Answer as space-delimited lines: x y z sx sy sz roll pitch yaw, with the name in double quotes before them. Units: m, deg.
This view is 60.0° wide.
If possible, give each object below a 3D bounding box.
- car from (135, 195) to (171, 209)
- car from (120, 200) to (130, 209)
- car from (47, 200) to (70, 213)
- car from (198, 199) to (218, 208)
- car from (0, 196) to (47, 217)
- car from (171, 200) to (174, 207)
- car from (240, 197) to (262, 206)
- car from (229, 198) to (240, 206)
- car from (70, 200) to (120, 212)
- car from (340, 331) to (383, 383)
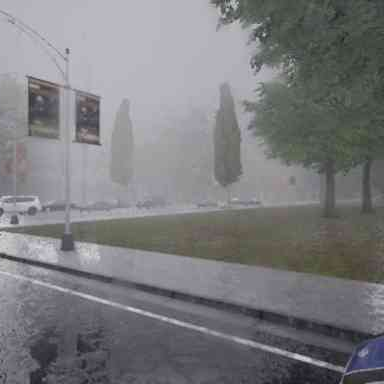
"car" -6.125 1.520 50.541 2.150 2.045 5.566 0 0 36
"car" -11.091 1.843 49.124 1.994 1.385 4.181 0 0 35
"car" -16.782 1.701 41.012 1.882 1.535 5.008 0 0 35
"car" 2.820 1.938 57.296 1.994 1.385 4.181 0 -1 34
"car" -18.098 1.404 33.487 2.150 2.045 5.566 0 0 34
"car" -5.134 1.842 57.561 2.128 1.511 4.902 0 -1 36
"car" 11.815 1.823 64.478 2.097 1.767 4.553 0 -1 35
"car" 9.113 1.967 66.282 2.128 1.511 4.902 0 -1 35
"car" -12.124 1.783 41.996 2.033 1.411 5.357 0 0 35
"car" 3.053 1.350 1.512 4.553 1.767 2.097 0 0 35
